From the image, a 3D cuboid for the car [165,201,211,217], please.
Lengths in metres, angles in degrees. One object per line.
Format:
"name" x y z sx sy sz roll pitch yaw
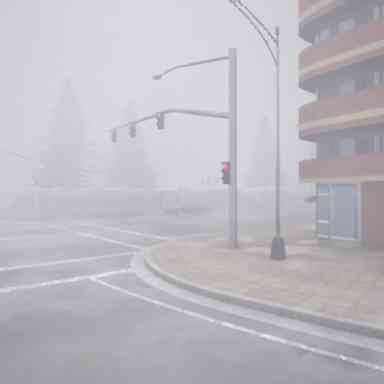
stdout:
"car" -0.341 1.659 33.324 5.008 1.535 1.882 0 0 -38
